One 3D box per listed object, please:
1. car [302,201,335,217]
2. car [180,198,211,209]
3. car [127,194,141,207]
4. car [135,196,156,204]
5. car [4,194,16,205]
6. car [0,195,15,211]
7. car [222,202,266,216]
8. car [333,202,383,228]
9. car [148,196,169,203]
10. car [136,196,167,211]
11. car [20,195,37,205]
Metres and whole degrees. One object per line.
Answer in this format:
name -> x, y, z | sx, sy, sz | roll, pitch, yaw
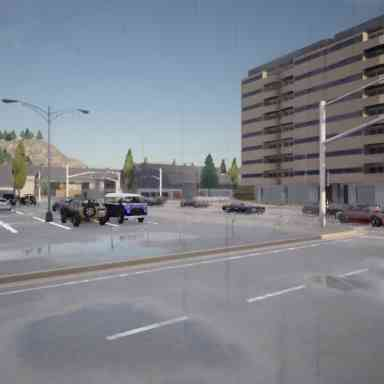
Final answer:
car -> 12.272, 1.560, 29.774 | 1.837, 1.490, 4.892 | 0, 0, -35
car -> 0.404, 1.602, 46.481 | 2.033, 1.411, 5.357 | 0, 0, -35
car -> -9.291, 1.495, 60.293 | 2.128, 1.511, 4.902 | 0, 0, -35
car -> -9.309, 1.547, 66.534 | 2.128, 1.511, 4.902 | 0, 0, -35
car -> -29.688, 1.212, 53.706 | 1.905, 1.878, 3.866 | 0, 0, -35
car -> -21.832, 1.451, 37.872 | 1.970, 1.475, 3.806 | 0, 0, -35
car -> 5.251, 1.656, 33.613 | 1.895, 1.301, 4.718 | 0, 0, -35
car -> 12.113, 1.603, 22.589 | 1.994, 1.385, 4.181 | 0, -1, -22
car -> -6.997, 1.546, 69.324 | 2.128, 1.511, 4.902 | 0, 0, -35
car -> -6.027, 1.656, 49.514 | 1.895, 1.301, 4.718 | 0, 0, -35
car -> -27.292, 1.209, 55.329 | 1.932, 1.855, 4.605 | 0, 0, -35
